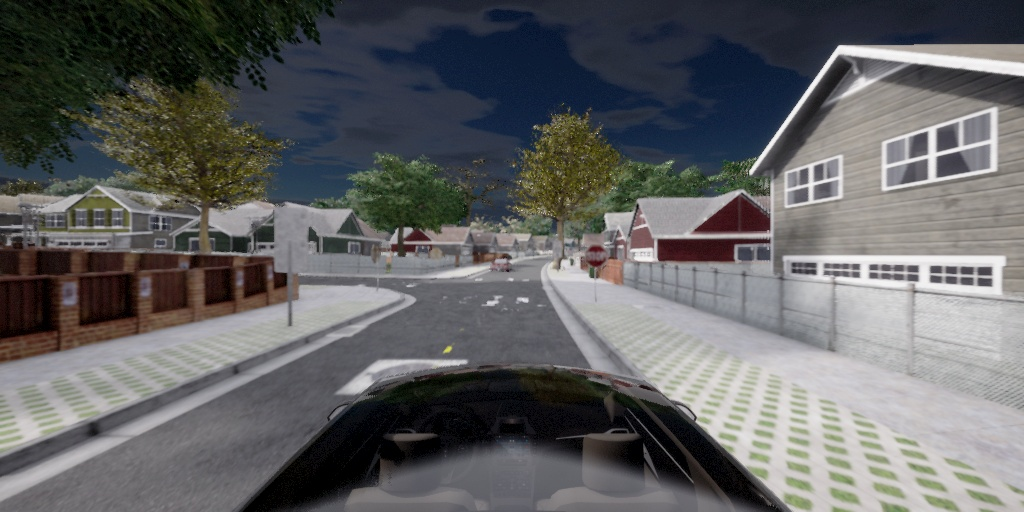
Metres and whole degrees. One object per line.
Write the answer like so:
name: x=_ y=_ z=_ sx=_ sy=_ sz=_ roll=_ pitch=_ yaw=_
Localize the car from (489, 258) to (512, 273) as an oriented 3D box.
car: x=-1.109 y=0.971 z=37.854 sx=1.812 sy=1.442 sz=4.674 roll=0 pitch=2 yaw=5
